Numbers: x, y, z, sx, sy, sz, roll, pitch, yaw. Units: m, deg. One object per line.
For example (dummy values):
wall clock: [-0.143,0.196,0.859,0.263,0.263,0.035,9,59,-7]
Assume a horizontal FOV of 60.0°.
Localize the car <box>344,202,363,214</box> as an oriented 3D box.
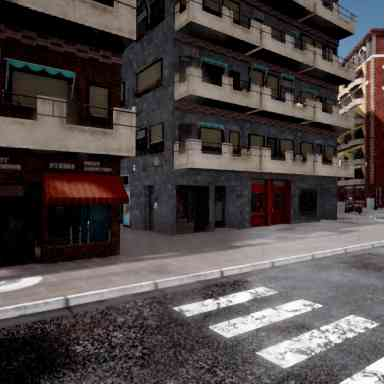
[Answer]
car: [17.812,1.790,38.242,1.895,1.301,4.718,0,0,5]
